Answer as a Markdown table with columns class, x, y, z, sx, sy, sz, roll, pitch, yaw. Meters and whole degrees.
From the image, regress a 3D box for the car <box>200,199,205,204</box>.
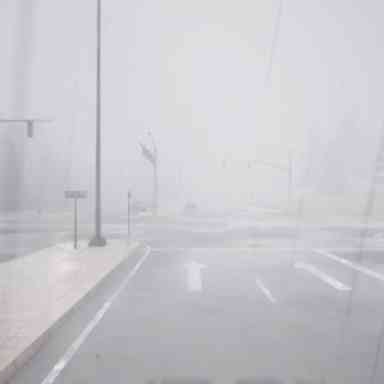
| class | x | y | z | sx | sy | sz | roll | pitch | yaw |
| --- | --- | --- | --- | --- | --- | --- | --- | --- | --- |
| car | 2.739 | 2.709 | 92.883 | 1.812 | 1.442 | 4.674 | 0 | -1 | -1 |

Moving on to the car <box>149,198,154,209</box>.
| class | x | y | z | sx | sy | sz | roll | pitch | yaw |
| --- | --- | --- | --- | --- | --- | --- | --- | --- | --- |
| car | -8.329 | 2.347 | 62.614 | 2.033 | 1.411 | 5.357 | 0 | -1 | 0 |

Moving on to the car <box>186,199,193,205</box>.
| class | x | y | z | sx | sy | sz | roll | pitch | yaw |
| --- | --- | --- | --- | --- | --- | --- | --- | --- | --- |
| car | -0.761 | 2.684 | 92.822 | 1.837 | 1.490 | 4.892 | 0 | -1 | -1 |

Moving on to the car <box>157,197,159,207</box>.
| class | x | y | z | sx | sy | sz | roll | pitch | yaw |
| --- | --- | --- | --- | --- | --- | --- | --- | --- | --- |
| car | -8.462 | 2.161 | 73.346 | 2.150 | 2.045 | 5.566 | 0 | -1 | -1 |

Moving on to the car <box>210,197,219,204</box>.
| class | x | y | z | sx | sy | sz | roll | pitch | yaw |
| --- | --- | --- | --- | --- | --- | --- | --- | --- | --- |
| car | 6.239 | 2.410 | 92.894 | 2.150 | 2.045 | 5.566 | 0 | -1 | -1 |

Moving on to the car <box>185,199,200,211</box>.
| class | x | y | z | sx | sy | sz | roll | pitch | yaw |
| --- | --- | --- | --- | --- | --- | --- | --- | --- | --- |
| car | -0.129 | 2.187 | 51.781 | 1.812 | 1.442 | 4.674 | 0 | -1 | -1 |

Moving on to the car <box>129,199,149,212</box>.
| class | x | y | z | sx | sy | sz | roll | pitch | yaw |
| --- | --- | --- | --- | --- | --- | --- | --- | --- | --- |
| car | -8.198 | 1.989 | 49.878 | 2.097 | 1.767 | 4.553 | 0 | -1 | -1 |
